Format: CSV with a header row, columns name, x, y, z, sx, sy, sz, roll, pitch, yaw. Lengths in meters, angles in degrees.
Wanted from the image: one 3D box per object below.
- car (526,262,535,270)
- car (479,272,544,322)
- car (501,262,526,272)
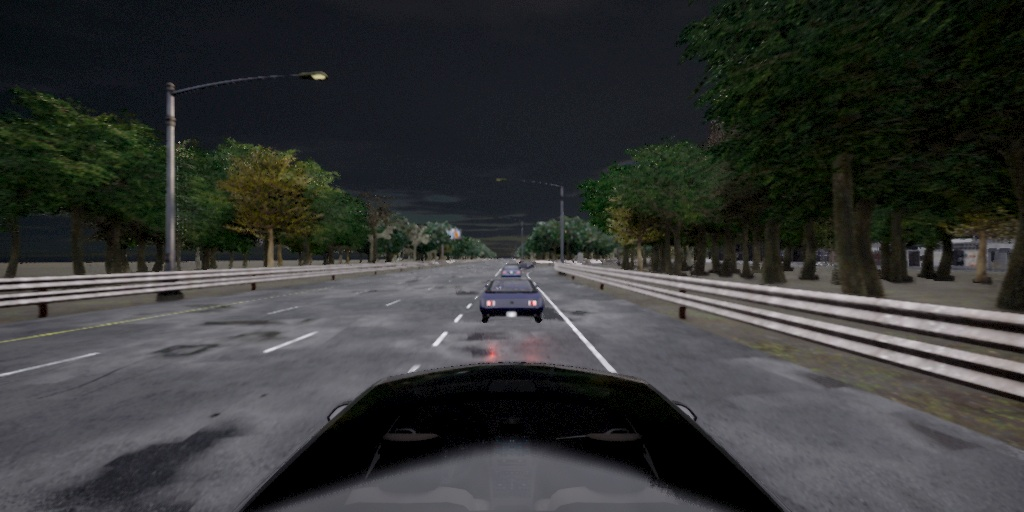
name,x,y,z,sx,sy,sz,roll,pitch,yaw
car,2.443,1.598,58.267,1.895,1.301,4.718,0,0,14
car,-0.014,1.400,12.535,1.895,1.301,4.718,0,0,0
car,-0.051,1.436,32.478,2.033,1.411,5.357,0,0,0
